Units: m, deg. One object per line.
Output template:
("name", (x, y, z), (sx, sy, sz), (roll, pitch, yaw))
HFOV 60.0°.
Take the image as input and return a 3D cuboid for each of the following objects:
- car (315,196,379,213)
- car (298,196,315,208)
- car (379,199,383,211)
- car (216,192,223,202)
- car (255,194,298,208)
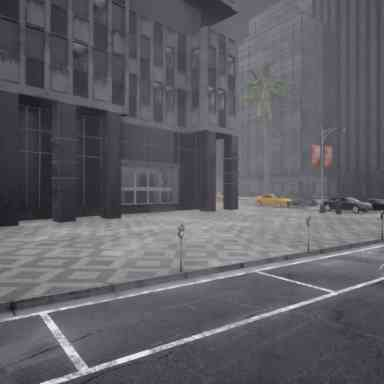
("car", (15.073, 1.208, 32.602), (1.837, 1.490, 4.892), (0, 1, -35))
("car", (13.230, 1.137, 40.815), (1.994, 1.385, 4.181), (0, 1, -35))
("car", (18.631, 1.338, 33.219), (1.895, 1.301, 4.718), (0, 1, -36))
("car", (4.559, 0.795, 53.056), (1.882, 1.535, 5.008), (0, 2, -34))
("car", (9.778, 1.020, 40.060), (1.882, 1.535, 5.008), (0, 1, -35))
